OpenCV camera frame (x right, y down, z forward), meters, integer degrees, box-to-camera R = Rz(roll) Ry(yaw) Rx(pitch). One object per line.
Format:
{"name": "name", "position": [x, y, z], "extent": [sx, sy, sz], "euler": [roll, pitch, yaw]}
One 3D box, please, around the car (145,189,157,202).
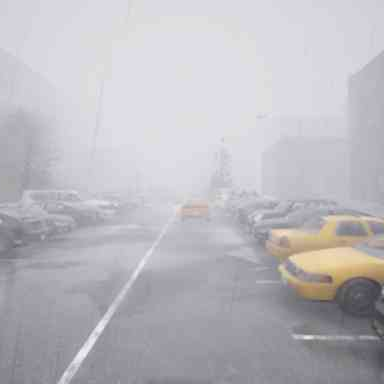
{"name": "car", "position": [-7.422, 0.701, 45.215], "extent": [4.792, 1.488, 2.163], "euler": [0, 1, 0]}

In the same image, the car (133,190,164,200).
{"name": "car", "position": [-7.323, 0.467, 56.264], "extent": [5.008, 1.535, 2.097], "euler": [0, 1, 0]}

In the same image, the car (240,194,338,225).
{"name": "car", "position": [4.792, 1.113, 15.437], "extent": [4.553, 1.767, 2.185], "euler": [0, 1, 0]}

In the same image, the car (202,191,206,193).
{"name": "car", "position": [0.331, 0.848, 40.740], "extent": [1.994, 1.385, 4.181], "euler": [0, 1, 0]}

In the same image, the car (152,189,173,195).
{"name": "car", "position": [-7.208, 0.028, 81.527], "extent": [4.792, 1.488, 2.163], "euler": [0, 1, 0]}

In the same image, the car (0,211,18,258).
{"name": "car", "position": [-7.611, 1.385, 8.906], "extent": [4.674, 1.452, 2.002], "euler": [0, 1, 0]}

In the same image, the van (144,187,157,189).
{"name": "van", "position": [-7.494, 0.394, 48.006], "extent": [4.442, 1.987, 1.878], "euler": [0, 1, 0]}

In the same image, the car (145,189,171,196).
{"name": "car", "position": [-7.414, 0.151, 73.148], "extent": [5.366, 1.575, 1.946], "euler": [0, 1, 0]}

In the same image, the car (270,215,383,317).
{"name": "car", "position": [4.523, 1.398, 6.627], "extent": [5.366, 1.575, 1.946], "euler": [0, 1, 0]}

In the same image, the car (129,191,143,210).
{"name": "car", "position": [-7.446, 0.960, 31.249], "extent": [4.792, 1.488, 2.163], "euler": [0, 1, 0]}

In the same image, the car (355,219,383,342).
{"name": "car", "position": [4.660, 1.326, 3.683], "extent": [4.553, 1.767, 2.185], "euler": [0, 1, 0]}

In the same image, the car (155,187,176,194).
{"name": "car", "position": [-7.100, -0.408, 89.901], "extent": [5.566, 2.045, 2.435], "euler": [0, 1, 0]}

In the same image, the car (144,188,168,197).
{"name": "car", "position": [-7.229, 0.132, 67.557], "extent": [4.553, 1.767, 2.185], "euler": [0, 1, 0]}

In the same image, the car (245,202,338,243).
{"name": "car", "position": [4.750, 1.291, 12.627], "extent": [4.892, 1.521, 2.231], "euler": [0, 1, 0]}

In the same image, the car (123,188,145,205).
{"name": "car", "position": [-7.491, 0.753, 34.042], "extent": [4.553, 1.767, 2.185], "euler": [0, 1, 0]}

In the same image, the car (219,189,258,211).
{"name": "car", "position": [4.799, 0.892, 27.313], "extent": [4.553, 1.767, 2.185], "euler": [0, 1, 0]}

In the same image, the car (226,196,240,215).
{"name": "car", "position": [4.792, 1.169, 21.316], "extent": [4.674, 1.452, 2.002], "euler": [0, 1, 0]}

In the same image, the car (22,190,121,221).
{"name": "car", "position": [-7.514, 0.887, 20.073], "extent": [5.566, 2.045, 2.435], "euler": [0, 1, 0]}

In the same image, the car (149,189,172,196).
{"name": "car", "position": [-7.381, 0.047, 78.735], "extent": [5.366, 1.575, 1.946], "euler": [0, 1, 0]}

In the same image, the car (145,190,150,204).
{"name": "car", "position": [-7.473, 0.857, 36.838], "extent": [4.792, 1.488, 2.163], "euler": [0, 1, 0]}

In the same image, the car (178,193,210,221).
{"name": "car", "position": [0.226, 1.087, 23.183], "extent": [1.882, 1.535, 5.008], "euler": [0, 1, 0]}

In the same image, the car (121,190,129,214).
{"name": "car", "position": [-7.541, 0.911, 25.537], "extent": [4.553, 1.767, 2.185], "euler": [0, 1, 0]}

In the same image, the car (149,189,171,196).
{"name": "car", "position": [-7.240, 0.132, 75.940], "extent": [4.792, 1.488, 2.163], "euler": [0, 1, 0]}

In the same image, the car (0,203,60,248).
{"name": "car", "position": [-7.586, 1.297, 11.574], "extent": [4.892, 1.521, 2.231], "euler": [0, 1, 0]}

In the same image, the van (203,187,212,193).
{"name": "van", "position": [5.204, -0.010, 70.556], "extent": [4.442, 1.987, 1.878], "euler": [0, 1, 0]}

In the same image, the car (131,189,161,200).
{"name": "car", "position": [-7.374, 0.391, 53.592], "extent": [4.553, 1.767, 2.185], "euler": [0, 1, 0]}

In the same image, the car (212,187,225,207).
{"name": "car", "position": [4.876, 0.715, 30.123], "extent": [5.566, 2.045, 2.435], "euler": [0, 1, 0]}

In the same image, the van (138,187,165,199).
{"name": "van", "position": [-7.194, 0.187, 59.177], "extent": [4.442, 1.987, 1.878], "euler": [0, 1, 0]}

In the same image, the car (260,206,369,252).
{"name": "car", "position": [4.911, 1.344, 9.564], "extent": [5.366, 1.575, 1.946], "euler": [0, 1, 0]}

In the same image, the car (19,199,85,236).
{"name": "car", "position": [-7.582, 1.243, 14.492], "extent": [4.892, 1.521, 2.231], "euler": [0, 1, 0]}

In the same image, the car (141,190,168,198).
{"name": "car", "position": [-7.272, 0.310, 64.768], "extent": [4.892, 1.521, 2.231], "euler": [0, 1, 0]}

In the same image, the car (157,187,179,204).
{"name": "car", "position": [-2.847, 0.465, 42.672], "extent": [2.150, 2.045, 5.566], "euler": [0, 1, 0]}

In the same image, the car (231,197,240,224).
{"name": "car", "position": [4.807, 1.213, 18.378], "extent": [4.792, 1.488, 2.163], "euler": [0, 1, 0]}

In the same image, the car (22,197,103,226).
{"name": "car", "position": [-7.553, 1.190, 17.284], "extent": [5.008, 1.535, 2.097], "euler": [0, 1, 0]}

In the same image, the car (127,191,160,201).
{"name": "car", "position": [-7.358, 0.608, 50.803], "extent": [4.674, 1.452, 2.002], "euler": [0, 1, 0]}

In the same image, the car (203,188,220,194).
{"name": "car", "position": [5.171, -0.272, 90.095], "extent": [4.553, 1.767, 2.185], "euler": [0, 1, 0]}

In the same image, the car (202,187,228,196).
{"name": "car", "position": [5.132, -0.087, 73.347], "extent": [5.566, 2.045, 2.435], "euler": [0, 1, 0]}
